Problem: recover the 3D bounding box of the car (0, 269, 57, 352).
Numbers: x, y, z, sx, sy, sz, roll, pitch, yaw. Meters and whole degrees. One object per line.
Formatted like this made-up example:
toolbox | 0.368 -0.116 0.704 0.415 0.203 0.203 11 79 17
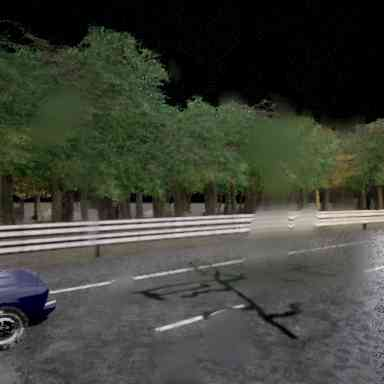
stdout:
car | -4.514 1.704 4.636 4.718 1.301 1.895 0 -1 -38
